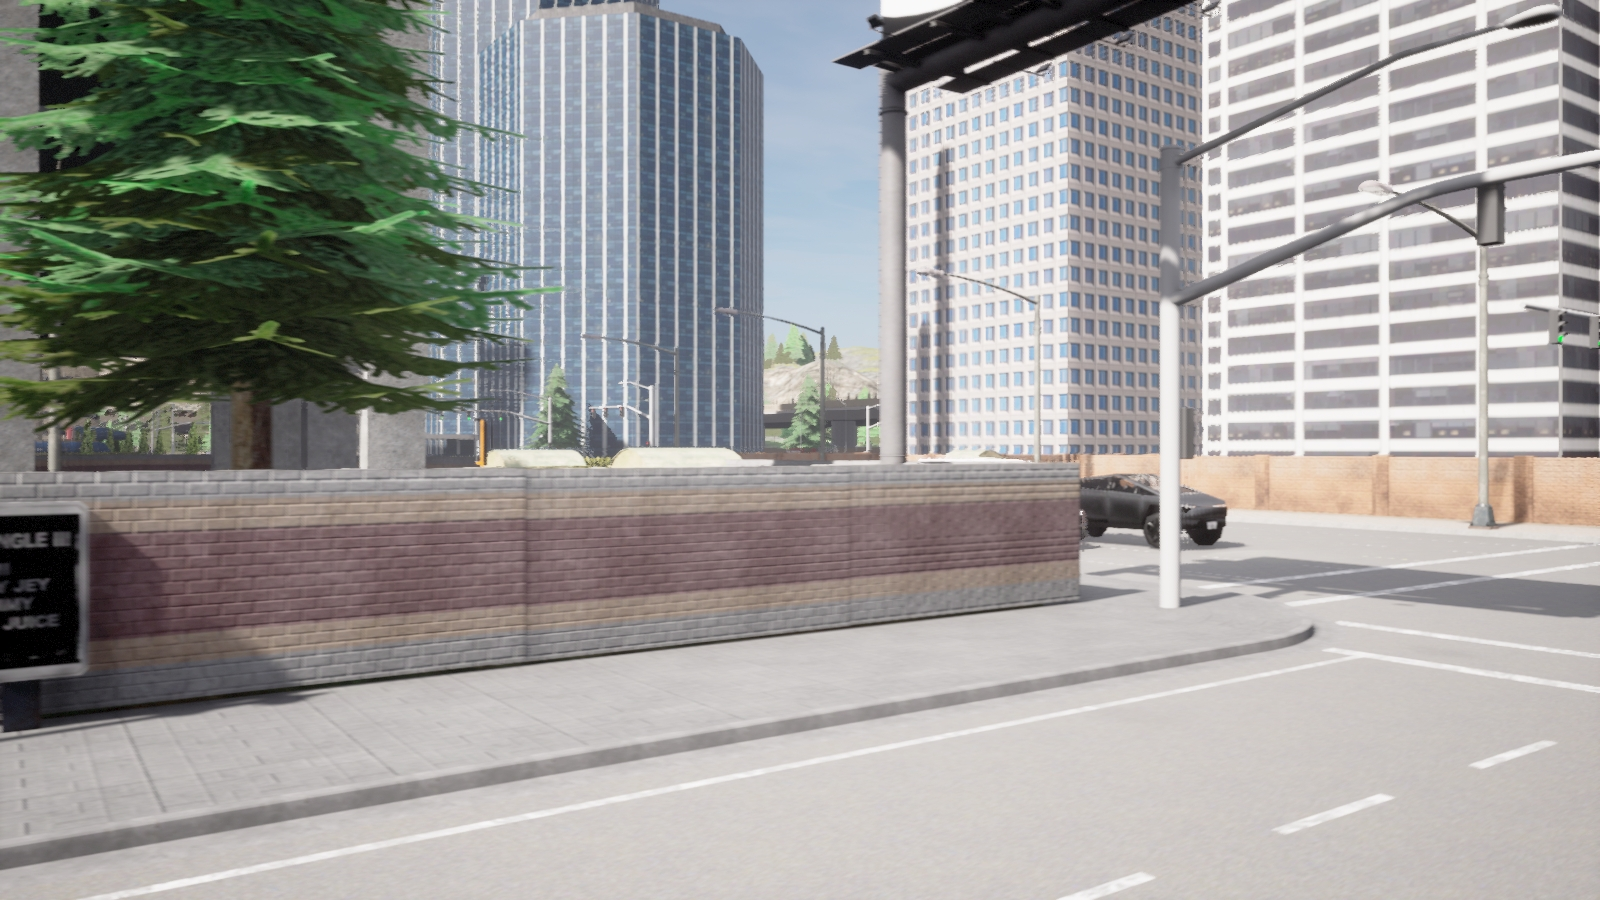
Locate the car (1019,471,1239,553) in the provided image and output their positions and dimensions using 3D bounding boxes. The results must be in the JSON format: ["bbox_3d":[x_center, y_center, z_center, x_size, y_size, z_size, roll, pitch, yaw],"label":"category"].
[{"bbox_3d":[9.744,1.754,34.457,2.390,2.098,6.274,0,0,-35],"label":"car"}]
